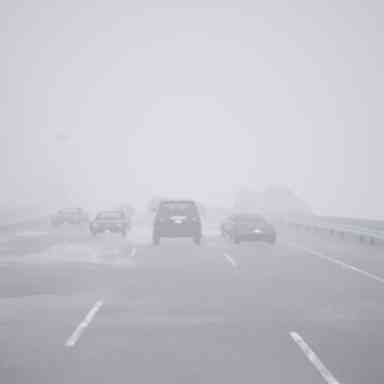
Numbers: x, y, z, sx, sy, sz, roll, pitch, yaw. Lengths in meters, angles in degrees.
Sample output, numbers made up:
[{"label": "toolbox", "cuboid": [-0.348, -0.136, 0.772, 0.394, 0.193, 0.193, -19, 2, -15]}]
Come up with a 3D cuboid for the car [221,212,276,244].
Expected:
[{"label": "car", "cuboid": [2.676, 1.697, 16.548, 1.994, 1.385, 4.181, 0, 0, -5]}]

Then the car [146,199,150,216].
[{"label": "car", "cuboid": [-3.757, 1.527, 36.477, 2.150, 2.045, 5.566, 0, 0, -11]}]

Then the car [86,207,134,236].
[{"label": "car", "cuboid": [-4.637, 1.768, 19.482, 1.895, 1.301, 4.718, 0, 0, -6]}]

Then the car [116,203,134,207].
[{"label": "car", "cuboid": [-7.414, 1.877, 36.807, 1.994, 1.385, 4.181, 0, 0, -11]}]

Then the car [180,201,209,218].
[{"label": "car", "cuboid": [0.124, 1.777, 34.723, 2.128, 1.511, 4.902, 0, 0, -11]}]

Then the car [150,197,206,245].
[{"label": "car", "cuboid": [-0.818, 1.360, 16.634, 2.150, 2.045, 5.566, 0, 0, -5]}]

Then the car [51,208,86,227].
[{"label": "car", "cuboid": [-8.796, 1.815, 24.525, 1.895, 1.301, 4.718, 0, 0, -8]}]
